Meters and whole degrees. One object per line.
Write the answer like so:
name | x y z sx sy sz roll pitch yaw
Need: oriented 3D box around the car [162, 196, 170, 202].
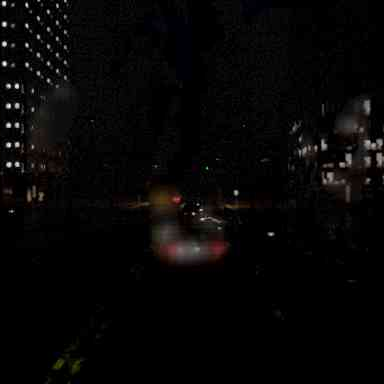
car | -6.744 1.749 87.397 1.882 1.535 5.008 0 0 -2

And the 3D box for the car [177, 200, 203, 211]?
car | -0.009 1.661 26.905 2.033 1.411 5.357 0 0 -3

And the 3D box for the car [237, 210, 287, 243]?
car | 3.348 1.598 16.405 1.812 1.442 4.674 0 0 0

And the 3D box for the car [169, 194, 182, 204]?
car | -3.259 1.474 71.909 2.150 2.045 5.566 0 0 0

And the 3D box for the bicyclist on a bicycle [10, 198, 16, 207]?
bicyclist on a bicycle | -24.712 1.324 46.031 0.582 1.620 1.656 0 1 1

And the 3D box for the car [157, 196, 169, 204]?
car | -6.510 1.727 71.821 1.882 1.535 5.008 0 0 0

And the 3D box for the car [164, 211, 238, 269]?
car | 0.100 1.598 11.269 2.033 1.411 5.357 0 0 0
